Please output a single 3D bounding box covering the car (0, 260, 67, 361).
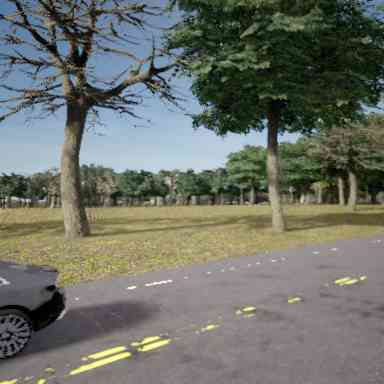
[{"bbox_3d":[-4.403,1.773,4.799,4.902,1.511,2.128,0,-3,-38],"label":"car"}]
